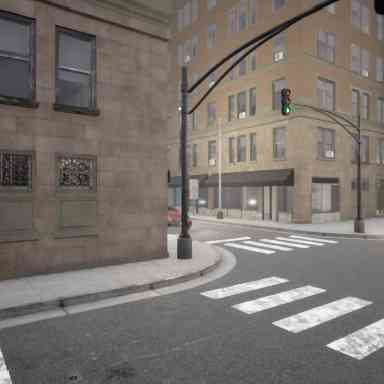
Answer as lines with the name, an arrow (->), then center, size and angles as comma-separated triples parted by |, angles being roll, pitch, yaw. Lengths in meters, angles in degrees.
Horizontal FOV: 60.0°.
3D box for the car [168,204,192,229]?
car -> -1.890, 1.427, 19.828 | 1.812, 1.442, 4.674 | 0, 0, -36
